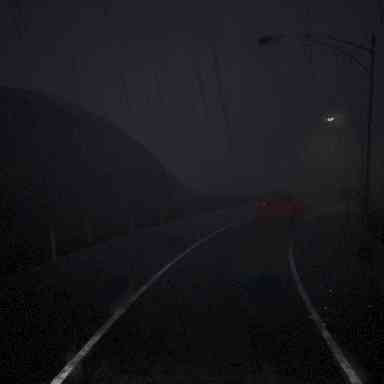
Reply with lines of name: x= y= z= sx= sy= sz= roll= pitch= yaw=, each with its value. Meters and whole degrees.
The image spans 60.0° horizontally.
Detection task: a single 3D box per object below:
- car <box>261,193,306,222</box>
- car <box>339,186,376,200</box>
car: x=6.170 y=0.824 z=22.054 sx=2.097 sy=1.767 sz=4.553 roll=3 pitch=4 yaw=27
car: x=18.188 y=0.023 z=36.469 sx=5.357 sy=1.411 sz=2.033 roll=-3 pitch=6 yaw=-38
